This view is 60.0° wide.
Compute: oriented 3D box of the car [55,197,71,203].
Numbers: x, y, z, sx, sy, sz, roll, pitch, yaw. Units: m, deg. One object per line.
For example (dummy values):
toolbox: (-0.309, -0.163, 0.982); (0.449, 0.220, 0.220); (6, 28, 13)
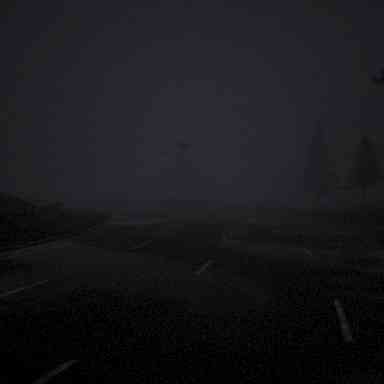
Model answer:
car: (-33.783, 2.124, 87.052); (4.902, 1.511, 2.128); (0, -1, 44)

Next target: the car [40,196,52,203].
car: (-37.102, 1.925, 85.388); (4.553, 1.767, 2.097); (0, -1, 44)

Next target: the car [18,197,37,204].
car: (-37.238, 1.842, 75.818); (4.553, 1.767, 2.097); (0, -1, 44)

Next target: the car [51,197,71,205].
car: (-27.881, 2.046, 71.688); (4.181, 1.385, 1.994); (0, -1, 44)

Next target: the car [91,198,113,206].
car: (-18.754, 1.978, 67.783); (5.008, 1.535, 1.882); (0, -1, 44)

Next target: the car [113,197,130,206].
car: (-14.741, 1.883, 68.785); (4.553, 1.767, 2.097); (0, -1, 44)
